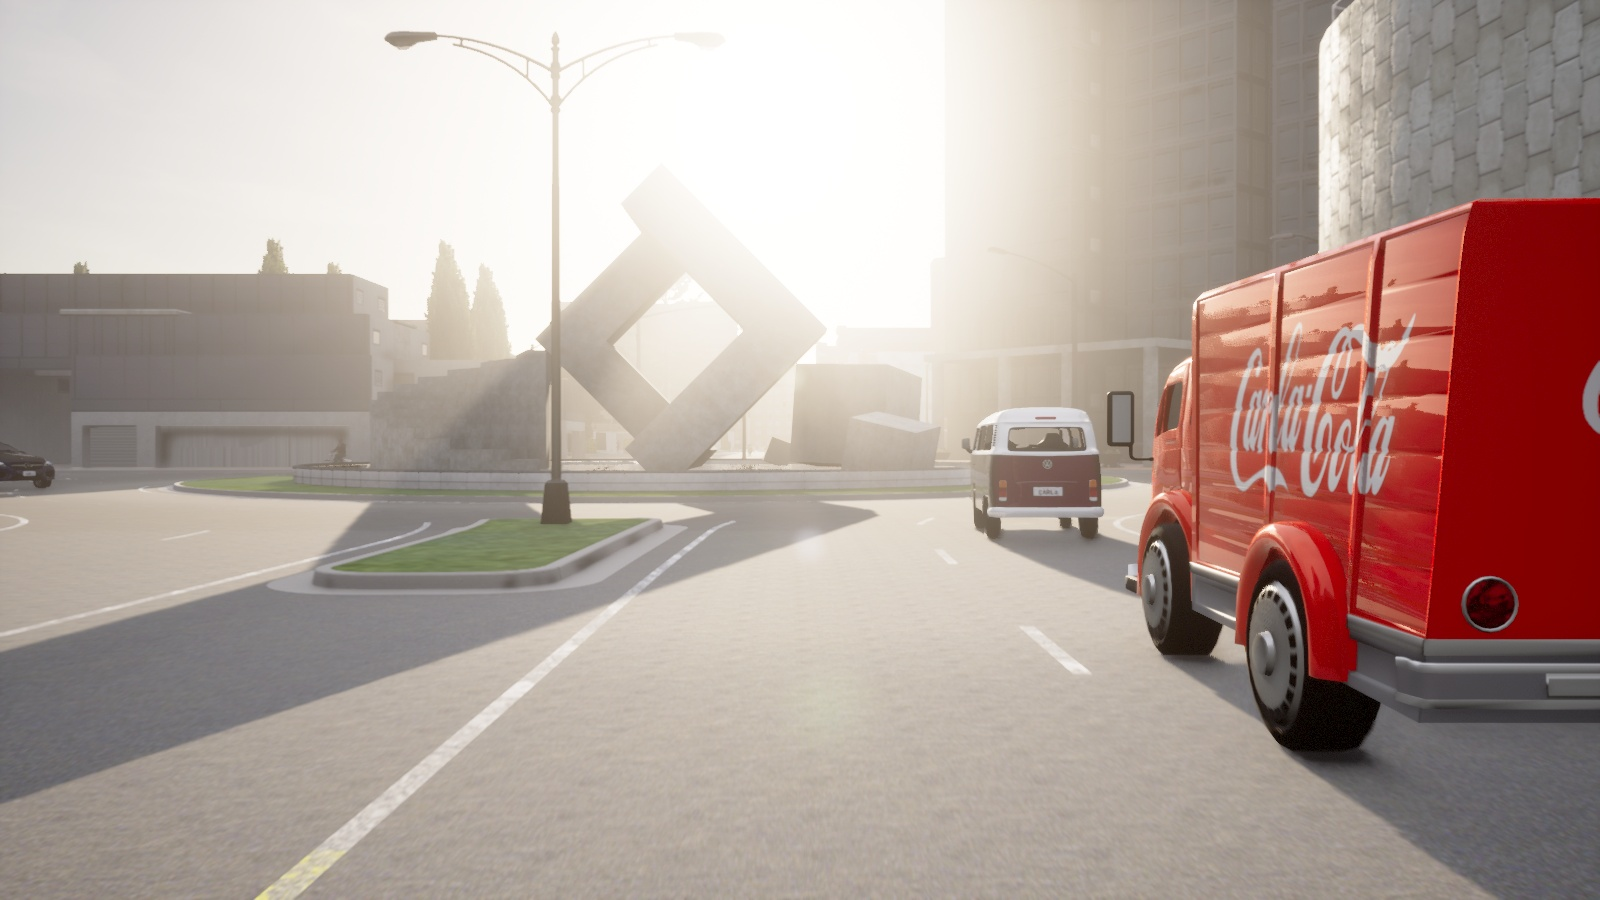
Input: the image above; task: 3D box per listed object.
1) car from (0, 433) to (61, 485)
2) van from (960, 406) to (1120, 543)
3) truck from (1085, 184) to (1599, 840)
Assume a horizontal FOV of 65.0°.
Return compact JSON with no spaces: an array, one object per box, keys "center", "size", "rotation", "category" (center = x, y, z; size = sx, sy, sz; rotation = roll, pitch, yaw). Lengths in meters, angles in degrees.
[{"center":[-27.213,0.268,41.787],"size":[5.027,1.651,2.152],"rotation":[0,0,27],"category":"car"},{"center":[3.862,0.355,20.952],"size":[2.069,2.038,4.480],"rotation":[0,0,4],"category":"van"},{"center":[3.558,0.221,7.322],"size":[2.627,2.467,5.204],"rotation":[0,0,0],"category":"truck"}]
